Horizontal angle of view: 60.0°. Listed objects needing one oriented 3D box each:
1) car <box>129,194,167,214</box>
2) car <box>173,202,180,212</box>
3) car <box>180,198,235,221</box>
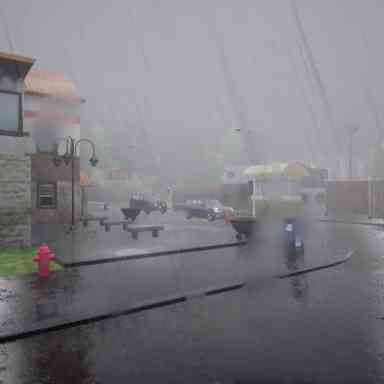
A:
[{"bbox_3d":[-4.797,1.221,35.787,2.150,2.045,5.566,0,0,-35],"label":"car"},{"bbox_3d":[-0.293,1.526,36.637,1.812,1.442,4.674,0,0,-35],"label":"car"},{"bbox_3d":[1.380,1.352,27.067,2.097,1.767,4.553,0,0,-35],"label":"car"}]
